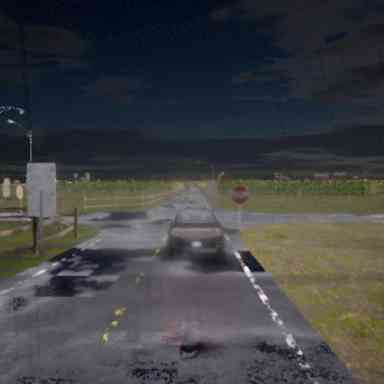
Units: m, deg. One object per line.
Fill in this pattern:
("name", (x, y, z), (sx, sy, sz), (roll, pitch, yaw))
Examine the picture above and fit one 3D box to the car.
("car", (0.108, 1.328, 12.395), (2.128, 1.511, 4.902), (0, 1, -1))
